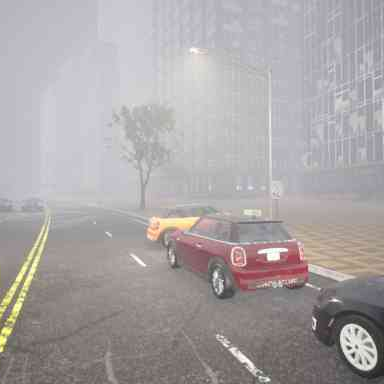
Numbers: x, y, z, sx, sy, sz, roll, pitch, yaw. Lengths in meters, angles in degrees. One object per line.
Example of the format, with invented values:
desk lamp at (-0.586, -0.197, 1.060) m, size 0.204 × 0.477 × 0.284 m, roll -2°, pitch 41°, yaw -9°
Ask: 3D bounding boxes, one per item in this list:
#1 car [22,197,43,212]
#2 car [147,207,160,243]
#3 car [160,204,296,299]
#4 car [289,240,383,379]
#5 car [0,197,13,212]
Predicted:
car at (-18.826, 1.392, 39.383) m, size 2.097 × 1.767 × 4.553 m, roll 0°, pitch 0°, yaw -24°
car at (0.382, 1.276, 14.429) m, size 4.553 × 1.767 × 2.097 m, roll -3°, pitch 1°, yaw -18°
car at (0.884, 1.355, 8.839) m, size 2.097 × 1.767 × 4.553 m, roll 0°, pitch 0°, yaw -22°
car at (3.619, 1.505, 3.368) m, size 1.837 × 1.490 × 4.892 m, roll 0°, pitch 0°, yaw -35°
car at (-21.795, 1.389, 38.061) m, size 2.097 × 1.767 × 4.553 m, roll 0°, pitch 0°, yaw -24°
